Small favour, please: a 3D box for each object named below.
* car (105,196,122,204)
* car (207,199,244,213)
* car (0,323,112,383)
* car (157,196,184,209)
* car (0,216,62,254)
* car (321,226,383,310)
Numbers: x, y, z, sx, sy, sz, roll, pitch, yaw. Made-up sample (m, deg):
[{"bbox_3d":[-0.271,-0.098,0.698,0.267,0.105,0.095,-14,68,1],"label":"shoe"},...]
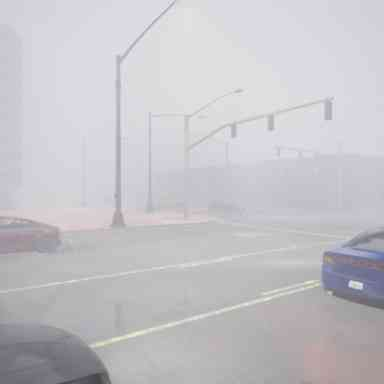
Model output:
[{"bbox_3d":[-14.807,1.479,62.283,2.128,1.511,4.902,0,0,-35],"label":"car"},{"bbox_3d":[3.602,1.479,36.379,2.128,1.511,4.902,0,0,-35],"label":"car"},{"bbox_3d":[-2.842,1.506,1.727,4.892,1.490,1.837,0,0,-35],"label":"car"},{"bbox_3d":[-2.960,1.340,45.573,2.097,1.767,4.553,0,0,-36],"label":"car"},{"bbox_3d":[-6.932,1.563,11.937,4.181,1.385,1.994,0,0,-35],"label":"car"},{"bbox_3d":[4.890,1.473,7.235,5.008,1.535,1.882,0,0,-35],"label":"car"}]
